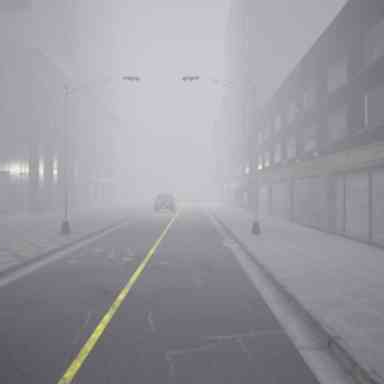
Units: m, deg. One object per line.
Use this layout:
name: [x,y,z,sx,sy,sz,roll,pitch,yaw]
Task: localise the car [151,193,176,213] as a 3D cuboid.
car: [-3.003,1.177,37.330,2.150,2.045,5.566,0,0,0]
